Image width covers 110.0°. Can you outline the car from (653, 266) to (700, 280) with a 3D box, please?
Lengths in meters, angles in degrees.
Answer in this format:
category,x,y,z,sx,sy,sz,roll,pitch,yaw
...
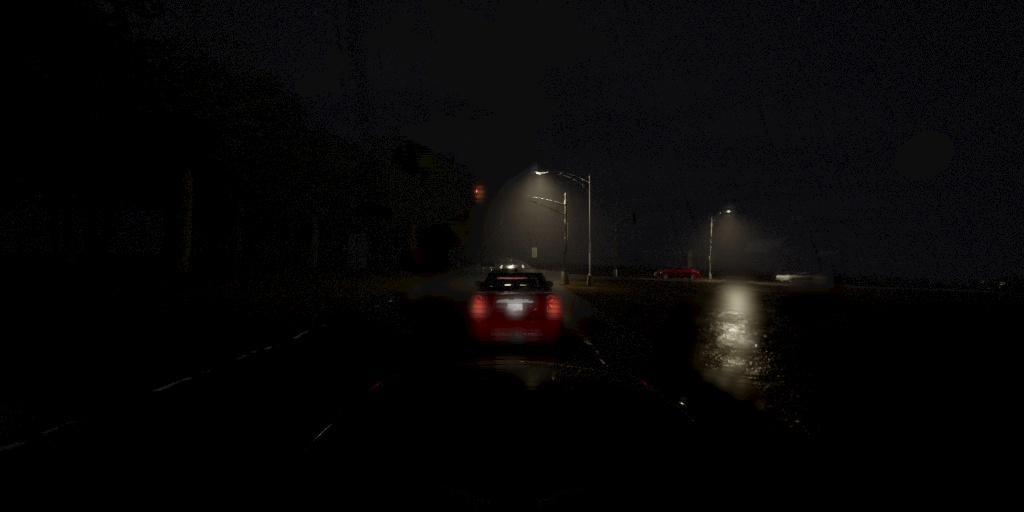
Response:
category,x,y,z,sx,sy,sz,roll,pitch,yaw
car,17.580,1.800,38.344,4.674,1.442,1.812,2,0,-1

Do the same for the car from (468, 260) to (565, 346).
category,x,y,z,sx,sy,sz,roll,pitch,yaw
car,0.089,1.089,9.558,2.097,1.767,4.553,0,0,0

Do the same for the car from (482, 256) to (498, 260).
category,x,y,z,sx,sy,sz,roll,pitch,yaw
car,-3.659,0.953,55.872,1.994,1.385,4.181,0,0,0

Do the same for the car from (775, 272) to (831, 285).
category,x,y,z,sx,sy,sz,roll,pitch,yaw
car,31.100,2.366,38.390,4.718,1.301,1.895,2,0,0
